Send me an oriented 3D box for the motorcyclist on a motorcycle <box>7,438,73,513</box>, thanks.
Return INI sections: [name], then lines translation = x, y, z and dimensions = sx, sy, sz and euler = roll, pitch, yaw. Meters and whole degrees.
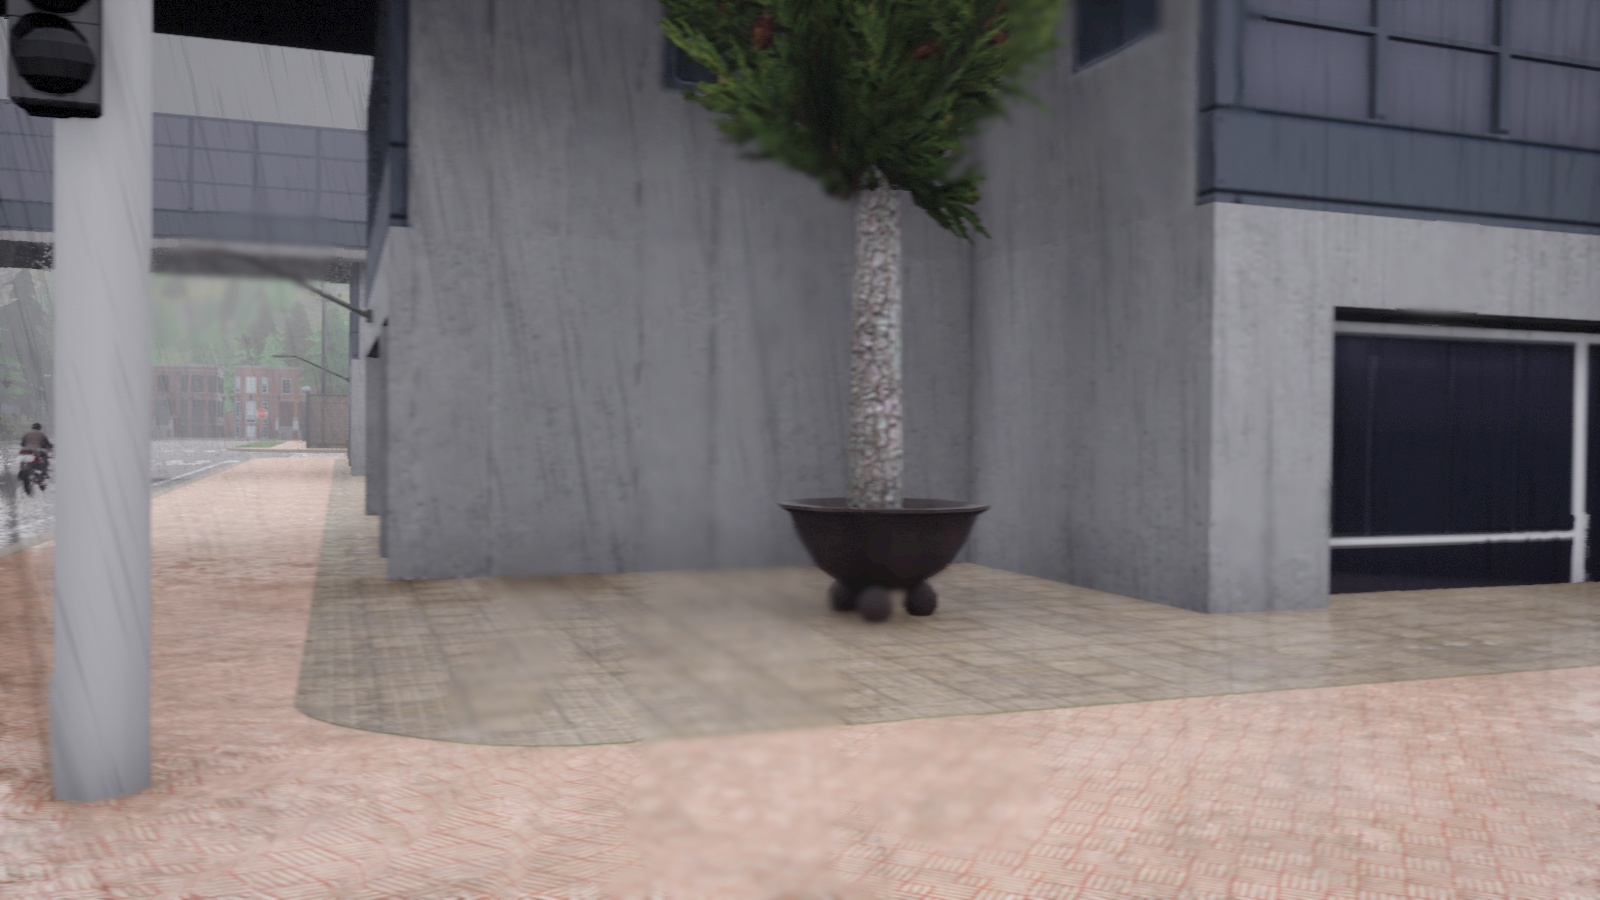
[motorcyclist on a motorcycle]
translation = -16.248, 0.520, 26.887
dimensions = 0.797, 1.523, 2.044
euler = -1, 1, -20
